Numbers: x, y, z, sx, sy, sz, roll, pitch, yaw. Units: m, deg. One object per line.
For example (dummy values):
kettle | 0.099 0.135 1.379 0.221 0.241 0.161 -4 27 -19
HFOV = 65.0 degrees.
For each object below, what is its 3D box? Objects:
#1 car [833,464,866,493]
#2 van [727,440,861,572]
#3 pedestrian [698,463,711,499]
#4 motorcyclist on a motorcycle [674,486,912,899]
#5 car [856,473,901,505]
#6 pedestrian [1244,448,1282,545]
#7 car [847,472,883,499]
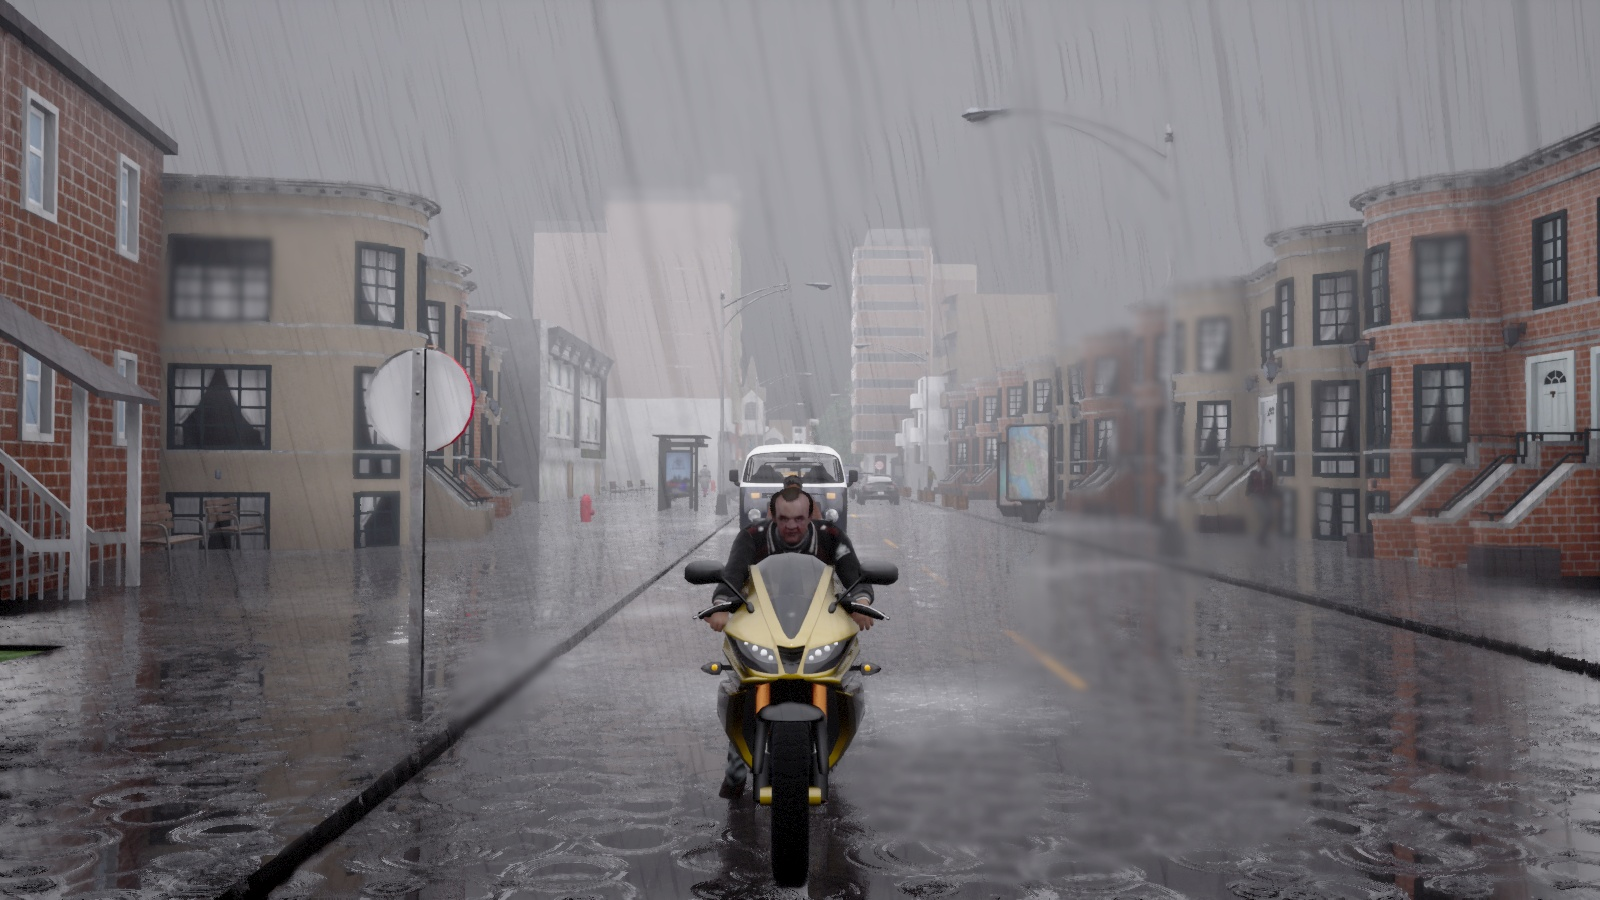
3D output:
car | 3.546 2.045 91.078 2.150 2.045 5.566 0 -1 0
van | -0.106 0.902 21.712 2.069 2.038 4.480 0 -1 0
pedestrian | -5.238 1.703 69.117 0.659 1.952 0.873 0 -1 -2
motorcyclist on a motorcycle | -0.032 0.945 5.682 0.866 1.530 2.191 0 -1 0
car | 3.722 1.835 60.269 1.812 1.442 4.674 0 -1 0
pedestrian | 9.027 0.899 24.501 0.376 1.854 0.720 0 -1 -11
car | 3.669 2.010 71.414 1.845 1.501 3.633 0 -1 0
